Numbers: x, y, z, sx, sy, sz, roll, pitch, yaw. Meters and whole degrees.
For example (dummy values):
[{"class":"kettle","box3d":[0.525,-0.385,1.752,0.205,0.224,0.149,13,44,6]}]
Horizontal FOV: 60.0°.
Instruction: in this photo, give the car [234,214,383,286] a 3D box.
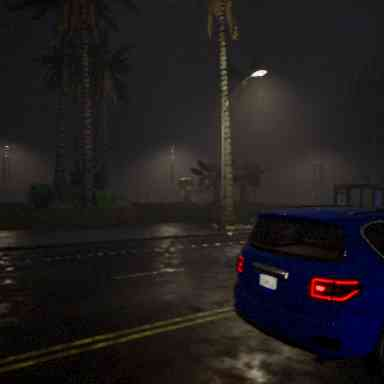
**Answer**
[{"class":"car","box3d":[3.888,1.530,9.991,5.008,1.535,1.882,0,0,-26]}]

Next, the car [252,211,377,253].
[{"class":"car","box3d":[5.482,1.623,14.736,5.357,1.411,2.033,0,0,-25]}]

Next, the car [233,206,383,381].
[{"class":"car","box3d":[3.296,1.256,5.574,5.566,2.045,2.150,0,0,-30]}]
